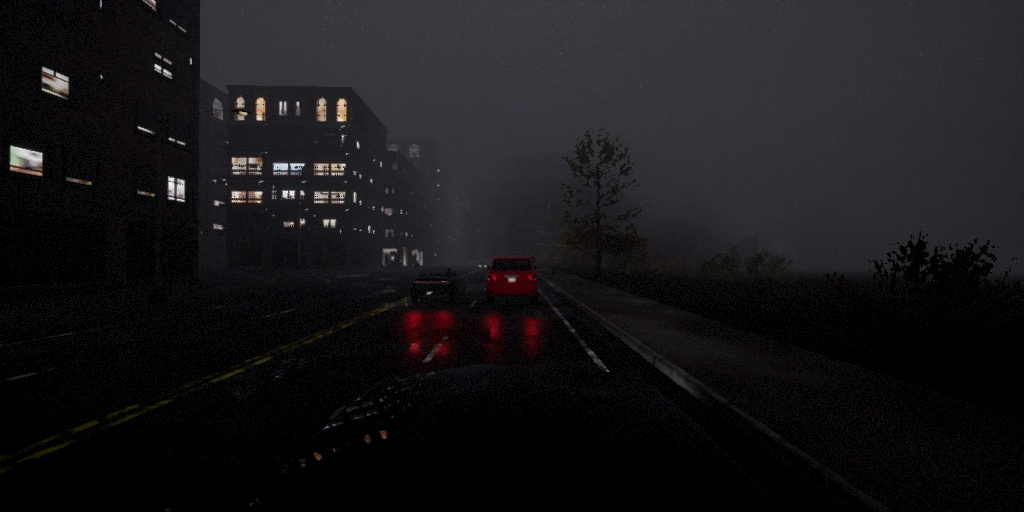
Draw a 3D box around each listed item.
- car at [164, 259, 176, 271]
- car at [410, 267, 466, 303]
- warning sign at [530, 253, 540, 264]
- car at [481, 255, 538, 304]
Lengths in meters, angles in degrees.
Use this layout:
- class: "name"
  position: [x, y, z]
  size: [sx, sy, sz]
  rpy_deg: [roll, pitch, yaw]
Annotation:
- class: "car"
  position: [-37.673, 0.884, 37.412]
  size: [4.207, 1.307, 1.802]
  rpy_deg: [0, 0, -2]
- class: "car"
  position: [-3.250, 1.249, 16.501]
  size: [2.128, 1.511, 4.902]
  rpy_deg: [0, 0, 0]
- class: "warning sign"
  position: [2.851, 0.879, 50.265]
  size: [1.300, 1.860, 1.060]
  rpy_deg: [0, 0, 0]
- class: "car"
  position: [0.000, 1.011, 16.531]
  size: [2.150, 2.045, 5.566]
  rpy_deg: [0, 0, 0]
